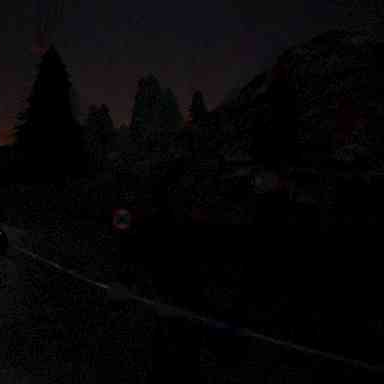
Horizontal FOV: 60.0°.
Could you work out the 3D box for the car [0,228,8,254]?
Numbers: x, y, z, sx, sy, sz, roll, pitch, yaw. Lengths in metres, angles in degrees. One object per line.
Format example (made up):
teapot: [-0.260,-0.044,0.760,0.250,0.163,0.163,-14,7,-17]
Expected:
car: [-8.746,1.640,13.101,1.994,1.385,4.181,0,0,-42]
